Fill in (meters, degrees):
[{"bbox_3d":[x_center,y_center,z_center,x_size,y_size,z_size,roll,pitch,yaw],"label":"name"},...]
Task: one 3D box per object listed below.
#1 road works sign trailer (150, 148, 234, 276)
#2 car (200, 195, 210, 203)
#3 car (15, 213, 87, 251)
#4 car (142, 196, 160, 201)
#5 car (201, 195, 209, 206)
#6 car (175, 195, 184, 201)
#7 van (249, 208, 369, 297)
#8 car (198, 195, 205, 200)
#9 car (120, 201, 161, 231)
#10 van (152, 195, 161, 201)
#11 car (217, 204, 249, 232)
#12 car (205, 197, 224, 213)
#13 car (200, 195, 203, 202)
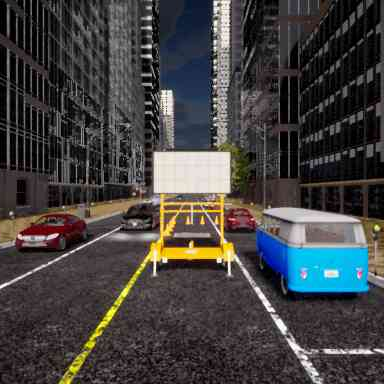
[{"bbox_3d":[0.001,0.464,10.288,2.380,3.560,2.880,0,0,0],"label":"road works sign trailer"},{"bbox_3d":[2.701,1.401,70.885,1.967,1.590,4.097,0,0,0],"label":"car"},{"bbox_3d":[-5.689,1.581,13.965,1.802,1.307,4.206,0,0,0],"label":"car"},{"bbox_3d":[-5.684,1.548,42.428,2.008,1.369,4.403,0,0,0],"label":"car"},{"bbox_3d":[2.697,1.544,48.116,2.008,1.369,4.403,0,0,0],"label":"car"},{"bbox_3d":[-2.989,1.467,82.158,1.812,1.442,4.674,0,0,0],"label":"car"},{"bbox_3d":[2.691,1.341,8.269,1.690,1.788,3.998,0,0,0],"label":"van"},{"bbox_3d":[2.705,1.462,93.655,1.887,1.381,4.507,0,0,0],"label":"car"},{"bbox_3d":[-3.097,1.504,20.432,1.837,1.490,4.892,0,0,0],"label":"car"},{"bbox_3d":[-5.682,1.328,53.813,1.690,1.788,3.998,0,0,0],"label":"van"},{"bbox_3d":[2.693,1.581,19.653,1.802,1.307,4.206,0,0,0],"label":"car"},{"bbox_3d":[2.695,1.581,36.731,1.802,1.307,4.206,0,0,0],"label":"car"},{"bbox_3d":[2.698,1.538,53.808,2.008,1.369,4.403,0,0,0],"label":"car"}]
